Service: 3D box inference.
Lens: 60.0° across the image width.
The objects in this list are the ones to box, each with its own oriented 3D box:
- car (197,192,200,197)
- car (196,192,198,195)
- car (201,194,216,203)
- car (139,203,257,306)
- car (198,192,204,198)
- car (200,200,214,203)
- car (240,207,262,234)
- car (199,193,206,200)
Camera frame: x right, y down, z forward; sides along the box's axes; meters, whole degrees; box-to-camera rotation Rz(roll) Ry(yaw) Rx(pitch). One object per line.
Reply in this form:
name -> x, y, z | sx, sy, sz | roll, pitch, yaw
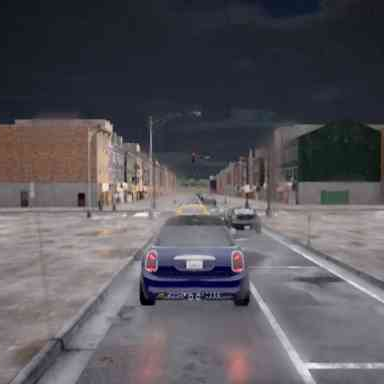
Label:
car -> 2.832, 1.169, 78.394 | 1.967, 1.590, 4.097 | -1, 0, 0
car -> 2.879, 1.227, 94.993 | 2.008, 1.369, 4.403 | -1, 0, 0
car -> 2.759, 1.363, 50.732 | 1.887, 1.381, 4.507 | -1, 0, 0
car -> 0.069, 1.319, 8.121 | 2.097, 1.767, 4.553 | 0, 0, 1
car -> 2.819, 1.292, 72.862 | 1.887, 1.381, 4.507 | -1, 0, 0
car -> 0.066, 1.407, 17.997 | 1.882, 1.535, 5.008 | 0, 0, 1
car -> 2.672, 1.480, 18.288 | 2.008, 1.369, 4.403 | -1, 0, 0
car -> 2.790, 1.364, 61.798 | 1.802, 1.307, 4.206 | -1, 0, 0
